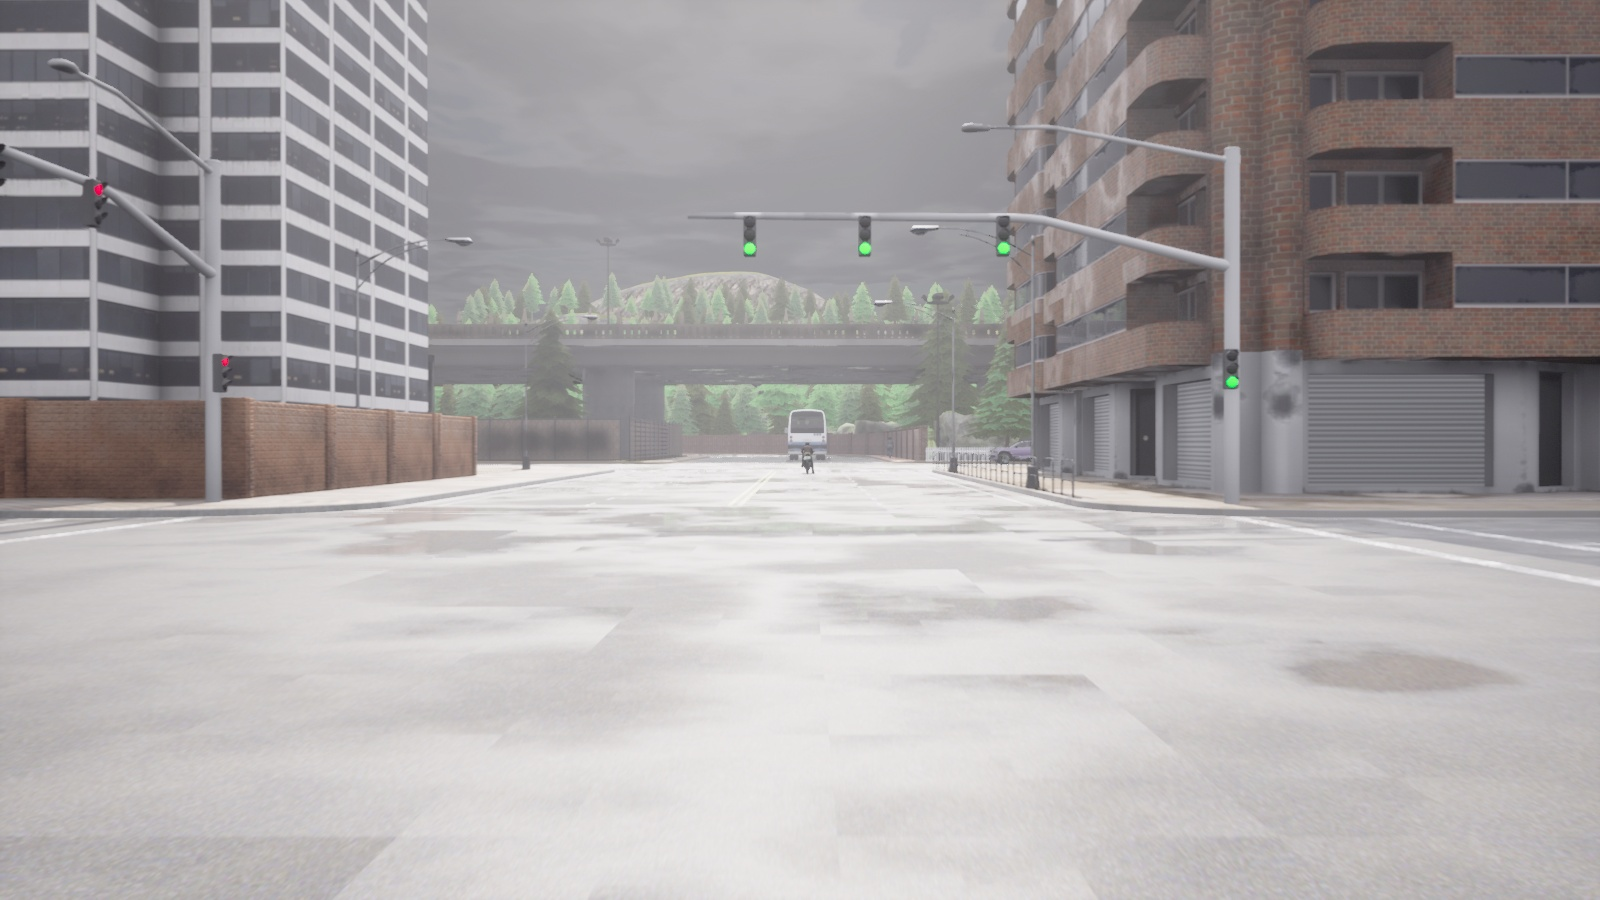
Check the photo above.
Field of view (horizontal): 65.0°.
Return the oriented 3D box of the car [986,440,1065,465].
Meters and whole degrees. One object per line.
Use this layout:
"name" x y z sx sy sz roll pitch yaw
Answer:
"car" 14.848 0.160 83.047 4.856 1.649 2.033 0 0 0
